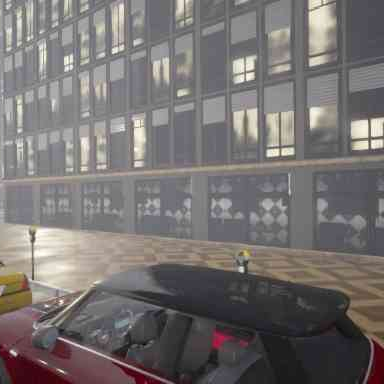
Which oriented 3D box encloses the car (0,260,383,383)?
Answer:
[{"bbox_3d":[-0.368,1.441,3.157,4.097,1.590,1.967,0,-1,36],"label":"car"}]
